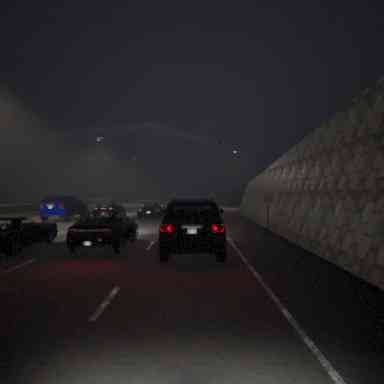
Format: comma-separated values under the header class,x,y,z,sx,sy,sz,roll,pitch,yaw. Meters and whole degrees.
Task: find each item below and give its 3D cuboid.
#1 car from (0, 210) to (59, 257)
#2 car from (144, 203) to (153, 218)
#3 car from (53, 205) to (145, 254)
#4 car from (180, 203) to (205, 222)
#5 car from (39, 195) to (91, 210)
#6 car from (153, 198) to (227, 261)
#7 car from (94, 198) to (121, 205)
class,x,y,z,sx,sy,sz,roll,pitch,yaw
car,-6.961,1.610,12.876,1.895,1.301,4.718,0,0,1
car,-3.451,1.585,28.486,1.994,1.385,4.181,0,0,0
car,-3.454,1.501,13.483,2.128,1.511,4.902,0,0,1
car,0.041,1.621,27.871,1.895,1.301,4.718,0,0,0
car,-10.463,1.242,27.316,2.150,2.045,5.566,0,0,1
car,0.033,1.232,12.397,2.150,2.045,5.566,0,0,1
car,-6.953,1.512,28.478,2.128,1.511,4.902,0,0,0
